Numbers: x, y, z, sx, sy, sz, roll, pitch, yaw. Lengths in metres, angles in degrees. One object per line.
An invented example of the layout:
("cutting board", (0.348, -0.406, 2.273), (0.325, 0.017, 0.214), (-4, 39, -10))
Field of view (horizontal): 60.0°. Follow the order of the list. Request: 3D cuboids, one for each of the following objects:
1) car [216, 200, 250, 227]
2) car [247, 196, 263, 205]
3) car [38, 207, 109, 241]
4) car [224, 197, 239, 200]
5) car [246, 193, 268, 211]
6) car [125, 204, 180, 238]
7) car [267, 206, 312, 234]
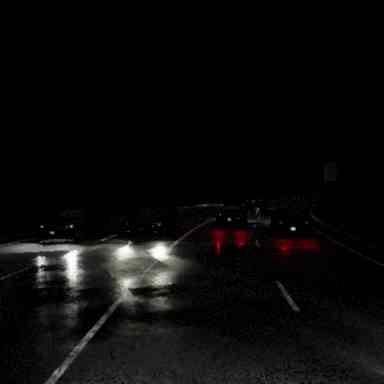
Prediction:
("car", (2.752, 1.489, 22.558), (1.812, 1.442, 4.674), (0, 0, 12))
("car", (10.942, 1.440, 57.570), (1.812, 1.442, 4.674), (0, 0, 24))
("car", (-5.662, 1.477, 16.608), (1.812, 1.442, 4.674), (0, 0, 9))
("car", (6.684, 1.461, 56.585), (1.994, 1.385, 4.181), (0, 0, 24))
("car", (7.840, 1.167, 40.208), (2.150, 2.045, 5.566), (0, 0, 19))
("car", (-1.953, 1.437, 17.655), (1.882, 1.535, 5.008), (0, 0, 9))
("car", (5.583, 1.580, 19.184), (1.895, 1.301, 4.718), (0, 0, 10))
